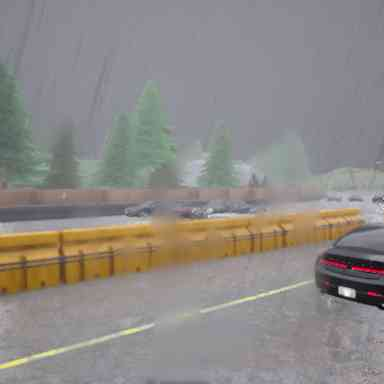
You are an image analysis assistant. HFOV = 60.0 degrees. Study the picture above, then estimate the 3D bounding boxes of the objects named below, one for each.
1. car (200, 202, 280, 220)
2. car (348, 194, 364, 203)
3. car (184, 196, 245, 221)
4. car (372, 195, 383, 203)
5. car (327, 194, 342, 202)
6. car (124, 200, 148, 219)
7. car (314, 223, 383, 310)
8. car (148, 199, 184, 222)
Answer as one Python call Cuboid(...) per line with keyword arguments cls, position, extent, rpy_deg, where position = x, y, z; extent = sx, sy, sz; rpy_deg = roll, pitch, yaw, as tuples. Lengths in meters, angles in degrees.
Cuboid(cls="car", position=(3.050, 1.477, 19.500), extent=(4.718, 1.301, 1.895), rpy_deg=(-1, 0, -39))
Cuboid(cls="car", position=(27.828, 1.049, 56.310), extent=(1.994, 1.385, 4.181), rpy_deg=(0, 0, 35))
Cuboid(cls="car", position=(2.071, 1.216, 23.247), extent=(4.553, 1.767, 2.097), rpy_deg=(-1, 0, -40))
Cuboid(cls="car", position=(30.522, 1.086, 54.050), extent=(1.895, 1.301, 4.718), rpy_deg=(0, 0, 35))
Cuboid(cls="car", position=(25.128, 1.035, 58.547), extent=(1.812, 1.442, 4.674), rpy_deg=(0, 1, 35))
Cuboid(cls="car", position=(-3.299, 1.387, 27.878), extent=(4.892, 1.490, 1.837), rpy_deg=(-1, 1, -39))
Cuboid(cls="car", position=(4.613, 1.434, 7.176), extent=(4.892, 1.490, 1.837), rpy_deg=(-1, 1, -37))
Cuboid(cls="car", position=(-0.865, 1.441, 25.360), extent=(4.181, 1.385, 1.994), rpy_deg=(-1, 0, -39))
